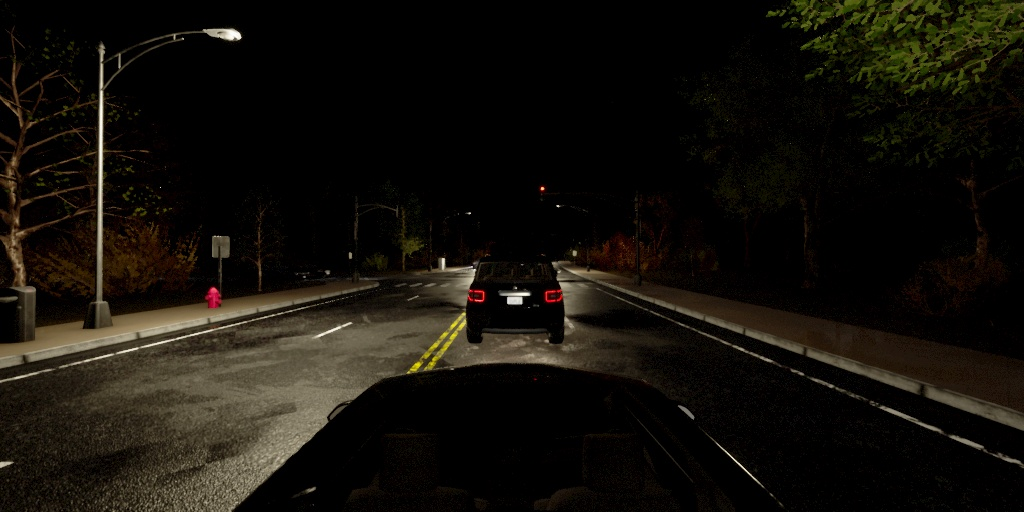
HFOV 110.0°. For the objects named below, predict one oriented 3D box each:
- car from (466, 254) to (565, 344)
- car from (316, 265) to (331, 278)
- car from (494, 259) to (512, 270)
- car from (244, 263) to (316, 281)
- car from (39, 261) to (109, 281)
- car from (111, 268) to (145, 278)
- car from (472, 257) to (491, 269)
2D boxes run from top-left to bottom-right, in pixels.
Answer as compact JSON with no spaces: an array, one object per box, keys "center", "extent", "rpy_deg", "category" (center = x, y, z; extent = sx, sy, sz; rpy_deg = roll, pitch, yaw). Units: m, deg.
[{"center":[0.109,0.972,9.741],"extent":[2.150,2.045,5.566],"rpy_deg":[0,0,1],"category":"car"},{"center":[-19.855,1.411,34.400],"extent":[4.902,1.511,2.128],"rpy_deg":[-1,-1,10],"category":"car"},{"center":[-1.286,1.185,54.155],"extent":[2.128,1.511,4.902],"rpy_deg":[0,0,5],"category":"car"},{"center":[-20.432,1.440,31.200],"extent":[5.357,1.411,2.033],"rpy_deg":[-1,-1,10],"category":"car"},{"center":[-43.272,1.351,35.134],"extent":[5.566,2.045,2.150],"rpy_deg":[0,-1,10],"category":"car"},{"center":[-41.608,1.638,38.142],"extent":[4.902,1.511,2.128],"rpy_deg":[-1,-1,10],"category":"car"},{"center":[-4.554,1.049,54.023],"extent":[2.097,1.767,4.553],"rpy_deg":[0,0,4],"category":"car"}]
